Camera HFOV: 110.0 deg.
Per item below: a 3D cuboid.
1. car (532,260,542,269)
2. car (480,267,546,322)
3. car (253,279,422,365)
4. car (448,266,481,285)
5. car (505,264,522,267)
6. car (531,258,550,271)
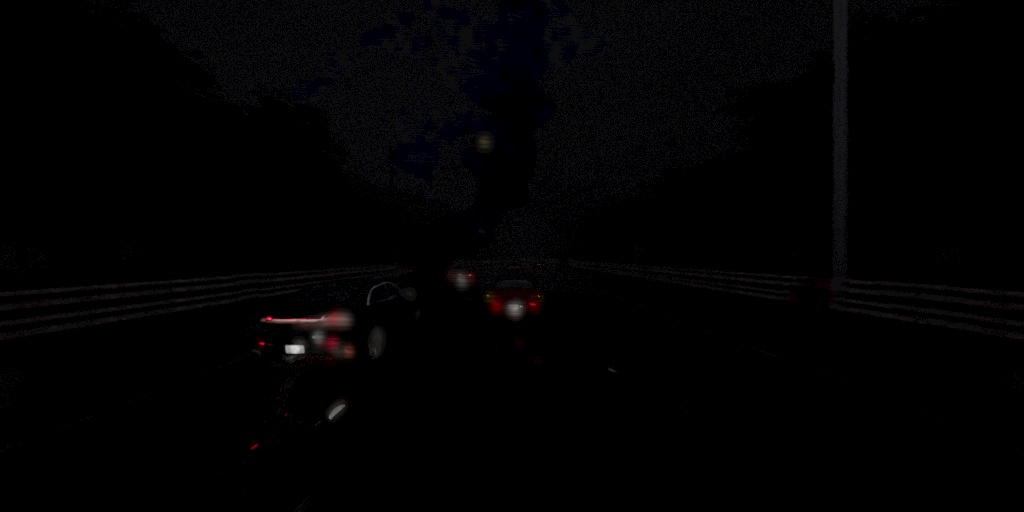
[{"bbox_3d":[4.461,1.518,64.554,1.812,1.442,4.674,0,0,3],"label":"car"},{"bbox_3d":[0.088,1.285,12.268,1.812,1.442,4.674,0,0,0],"label":"car"},{"bbox_3d":[-3.399,1.245,8.041,2.128,1.511,4.902,0,0,0],"label":"car"},{"bbox_3d":[-3.370,1.394,26.527,1.895,1.301,4.718,0,0,0],"label":"car"},{"bbox_3d":[0.151,1.328,28.979,1.812,1.442,4.674,0,0,0],"label":"car"},{"bbox_3d":[3.950,1.387,50.689,2.128,1.511,4.902,0,0,2],"label":"car"}]
